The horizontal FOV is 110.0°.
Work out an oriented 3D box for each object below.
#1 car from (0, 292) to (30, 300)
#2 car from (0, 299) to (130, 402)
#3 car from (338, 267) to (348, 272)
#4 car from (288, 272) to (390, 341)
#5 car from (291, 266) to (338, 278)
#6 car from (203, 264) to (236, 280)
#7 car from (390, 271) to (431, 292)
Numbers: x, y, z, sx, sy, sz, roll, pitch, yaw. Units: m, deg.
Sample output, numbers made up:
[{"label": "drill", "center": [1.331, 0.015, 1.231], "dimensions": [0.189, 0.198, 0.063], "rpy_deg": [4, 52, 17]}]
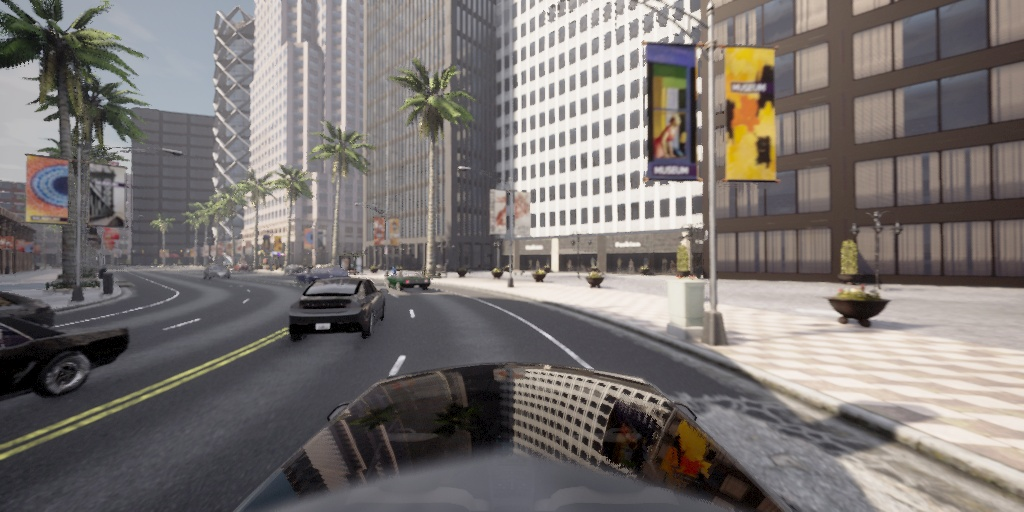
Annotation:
[{"label": "car", "center": [-11.217, 1.349, 6.222], "dimensions": [1.837, 1.490, 4.892], "rpy_deg": [1, -1, -11]}, {"label": "car", "center": [-7.335, 1.402, 3.892], "dimensions": [1.895, 1.301, 4.718], "rpy_deg": [0, -1, -6]}, {"label": "car", "center": [-18.853, 1.812, 37.200], "dimensions": [5.357, 1.411, 2.033], "rpy_deg": [-1, -1, 42]}, {"label": "car", "center": [-4.870, 1.383, 10.507], "dimensions": [1.837, 1.490, 4.892], "rpy_deg": [1, -1, -14]}, {"label": "car", "center": [-16.972, 1.776, 30.716], "dimensions": [4.718, 1.301, 1.895], "rpy_deg": [-1, -1, 44]}, {"label": "car", "center": [-33.310, 1.857, 40.463], "dimensions": [4.902, 1.511, 2.128], "rpy_deg": [-1, -1, 41]}, {"label": "car", "center": [-7.237, 1.667, 24.578], "dimensions": [1.895, 1.301, 4.718], "rpy_deg": [0, -1, -32]}]
